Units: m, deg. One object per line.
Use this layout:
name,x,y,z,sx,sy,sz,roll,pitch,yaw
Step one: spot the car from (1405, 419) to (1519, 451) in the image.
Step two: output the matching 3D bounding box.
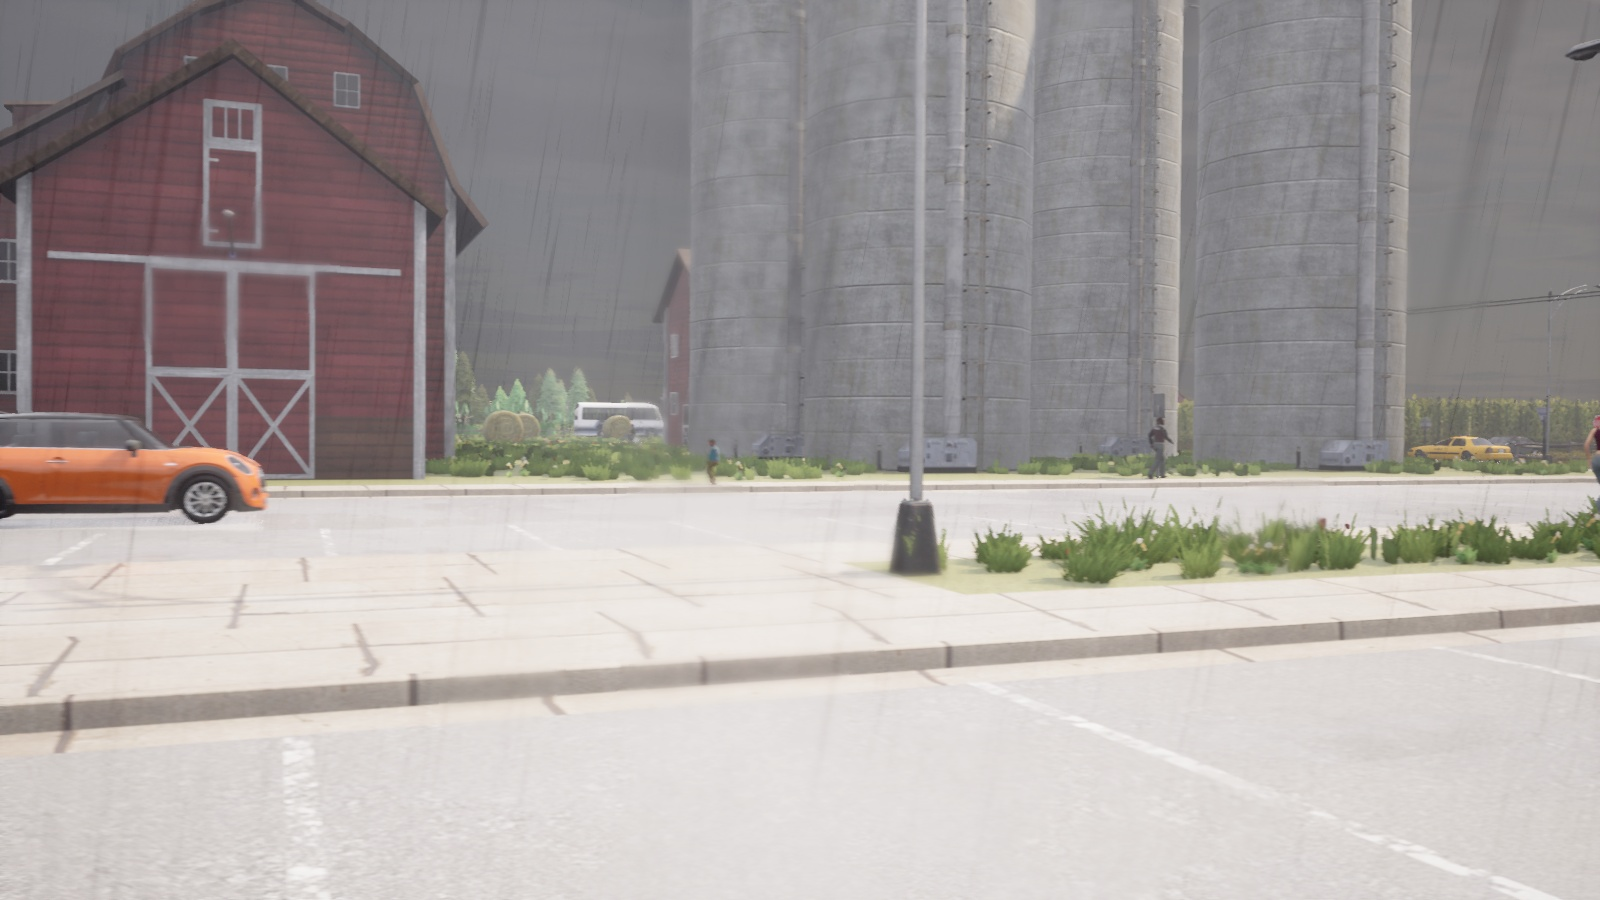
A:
car,34.245,-0.785,65.134,1.801,1.575,5.366,-1,1,-22

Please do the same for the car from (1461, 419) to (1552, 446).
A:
car,42.783,-1.060,76.046,4.902,1.511,2.128,-1,1,-21

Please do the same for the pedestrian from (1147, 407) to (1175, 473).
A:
pedestrian,10.523,-0.297,36.639,0.666,1.930,0.402,-1,1,-17

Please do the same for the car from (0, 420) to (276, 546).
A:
car,-10.587,0.456,19.427,4.553,1.767,2.097,-1,1,-22

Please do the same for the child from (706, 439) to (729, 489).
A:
child,-2.013,0.338,30.651,0.448,1.192,0.343,-1,1,-21

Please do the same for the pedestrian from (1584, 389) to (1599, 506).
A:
pedestrian,12.866,-0.044,20.019,0.594,1.836,0.345,-1,1,-23
